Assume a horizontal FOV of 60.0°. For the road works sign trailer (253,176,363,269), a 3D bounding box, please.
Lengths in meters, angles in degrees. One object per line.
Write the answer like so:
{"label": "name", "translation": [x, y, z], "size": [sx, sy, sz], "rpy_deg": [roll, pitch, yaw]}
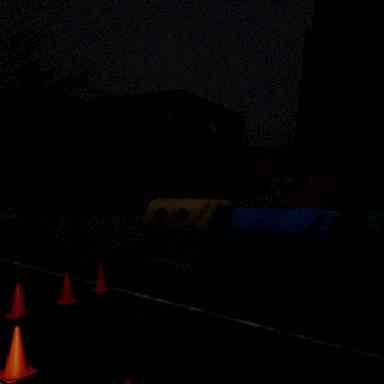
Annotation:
{"label": "road works sign trailer", "translation": [3.679, 0.670, 10.097], "size": [2.880, 2.380, 3.560], "rpy_deg": [3, 3, -10]}
